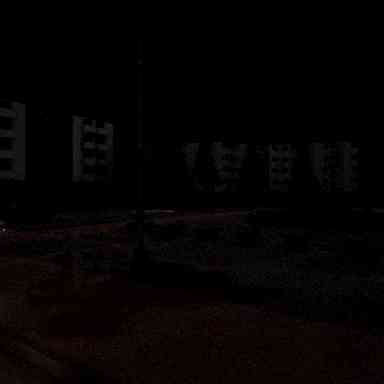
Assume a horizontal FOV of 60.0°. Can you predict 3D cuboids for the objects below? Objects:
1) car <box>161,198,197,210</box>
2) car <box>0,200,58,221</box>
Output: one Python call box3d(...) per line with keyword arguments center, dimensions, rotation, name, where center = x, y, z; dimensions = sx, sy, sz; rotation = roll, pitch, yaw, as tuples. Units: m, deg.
box3d(center=(-1.632, 1.477, 42.218), dimensions=(5.008, 1.535, 1.882), rotation=(0, 0, -38), name="car")
box3d(center=(-13.692, 1.500, 27.753), dimensions=(1.837, 1.490, 4.892), rotation=(0, 1, 34), name="car")
